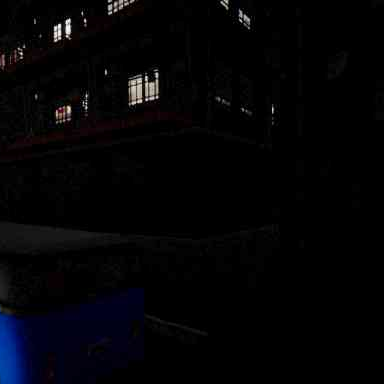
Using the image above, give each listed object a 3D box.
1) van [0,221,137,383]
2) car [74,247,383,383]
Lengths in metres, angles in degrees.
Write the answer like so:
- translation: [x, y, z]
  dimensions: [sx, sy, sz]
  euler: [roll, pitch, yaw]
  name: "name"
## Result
- translation: [-2.454, 1.343, 4.475]
  dimensions: [3.998, 1.788, 1.690]
  euler: [0, -1, 36]
  name: "van"
- translation: [2.036, 1.315, 1.243]
  dimensions: [5.009, 1.841, 2.192]
  euler: [0, -1, 36]
  name: "car"
